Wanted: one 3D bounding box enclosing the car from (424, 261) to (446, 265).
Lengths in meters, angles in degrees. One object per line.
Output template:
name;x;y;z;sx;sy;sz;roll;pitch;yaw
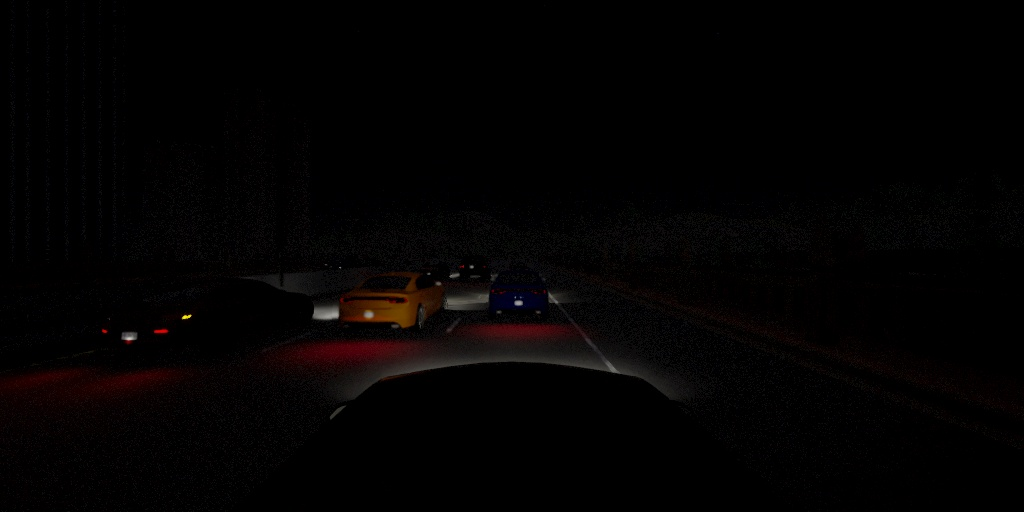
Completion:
car;-6.517;1.203;30.716;2.128;1.511;4.902;0;0;1

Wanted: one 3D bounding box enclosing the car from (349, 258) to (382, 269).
car;-17.014;1.237;43.001;2.033;1.411;5.357;0;0;1

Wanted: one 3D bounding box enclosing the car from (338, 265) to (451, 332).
car;-3.302;1.215;10.826;1.882;1.535;5.008;0;0;1

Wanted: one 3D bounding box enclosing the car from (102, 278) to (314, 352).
car;-6.827;1.262;8.728;1.812;1.442;4.674;0;0;1

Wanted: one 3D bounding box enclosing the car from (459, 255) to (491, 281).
car;-3.028;0.937;29.921;2.150;2.045;5.566;0;0;1

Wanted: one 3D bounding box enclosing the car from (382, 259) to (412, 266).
car;-13.508;1.169;43.298;1.882;1.535;5.008;0;0;1

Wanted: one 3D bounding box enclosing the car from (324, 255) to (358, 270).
car;-20.500;0.910;43.582;2.150;2.045;5.566;0;0;1

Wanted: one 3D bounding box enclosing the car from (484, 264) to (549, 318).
car;0.225;1.215;12.903;1.882;1.535;5.008;0;0;1
